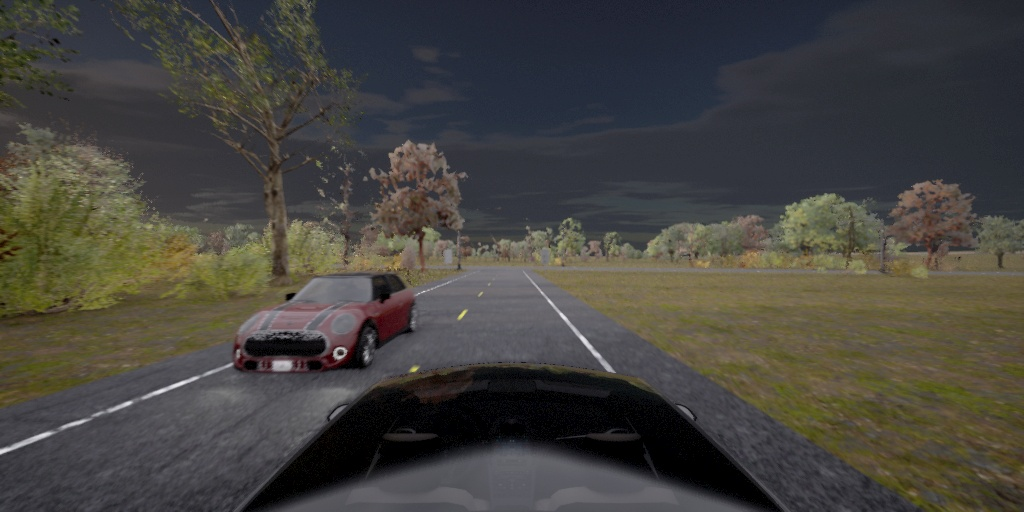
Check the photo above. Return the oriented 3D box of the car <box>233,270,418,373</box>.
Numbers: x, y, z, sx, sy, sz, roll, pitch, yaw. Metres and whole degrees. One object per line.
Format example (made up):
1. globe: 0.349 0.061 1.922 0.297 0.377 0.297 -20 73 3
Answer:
1. car: -3.600 1.146 7.866 2.097 1.767 4.553 0 0 0
